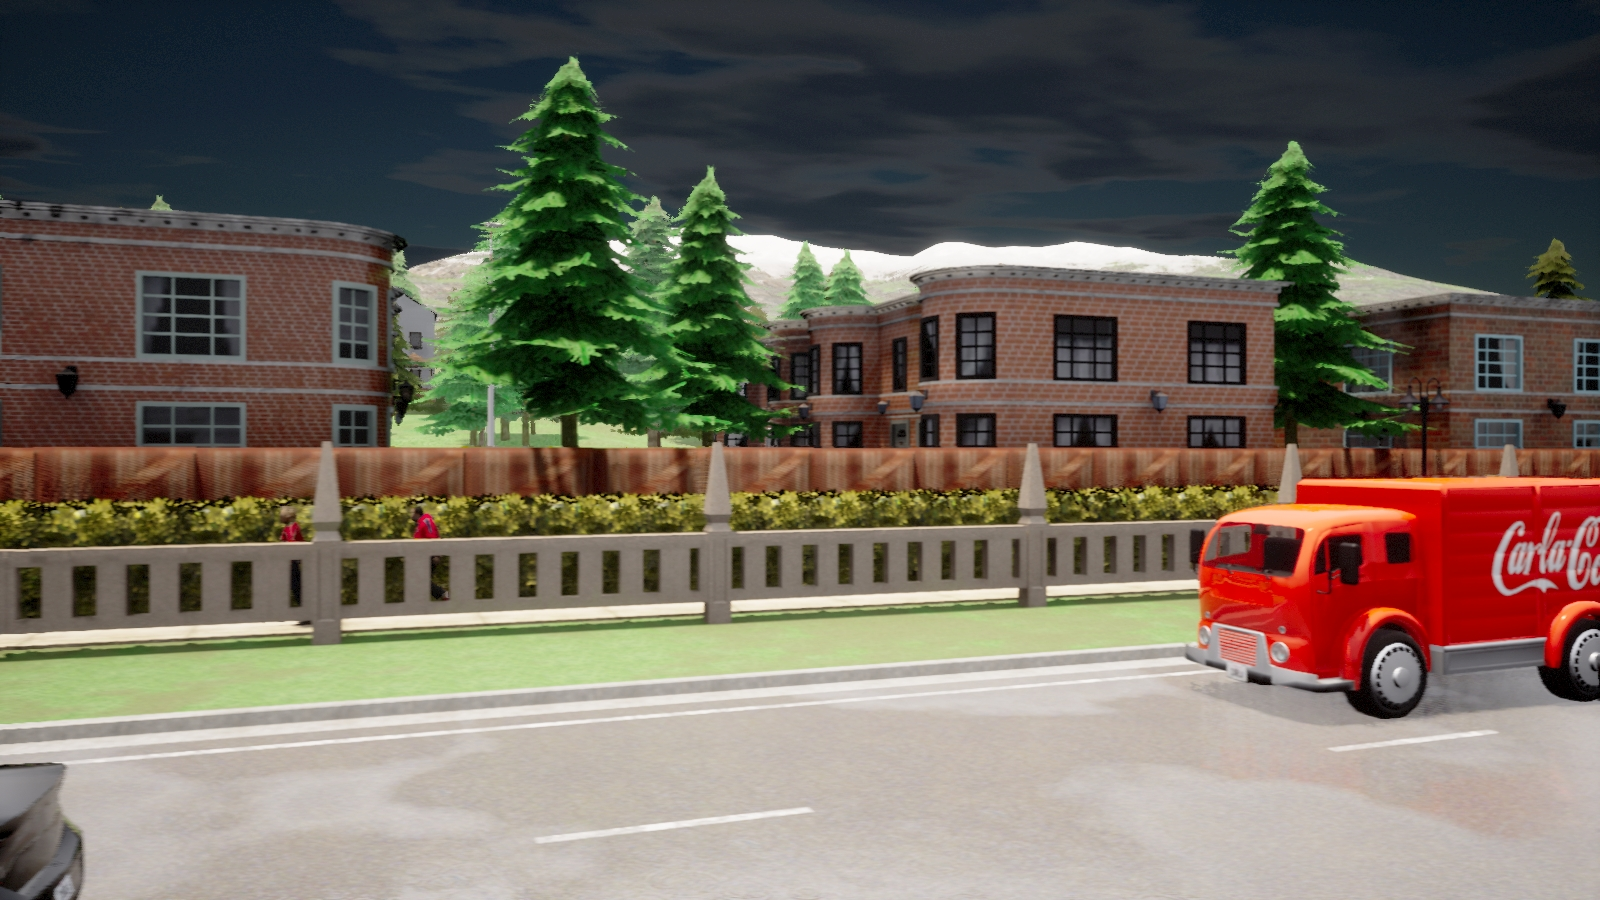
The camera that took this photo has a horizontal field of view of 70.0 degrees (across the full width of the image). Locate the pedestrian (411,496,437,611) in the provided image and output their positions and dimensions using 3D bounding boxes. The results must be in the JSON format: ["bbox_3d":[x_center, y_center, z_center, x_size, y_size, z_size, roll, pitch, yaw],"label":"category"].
[{"bbox_3d":[-6.219,1.702,18.889,0.375,1.860,0.375,0,0,-21],"label":"pedestrian"}]

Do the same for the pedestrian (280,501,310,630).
[{"bbox_3d":[-7.469,1.701,16.907,0.375,1.860,0.375,0,0,-19],"label":"pedestrian"}]

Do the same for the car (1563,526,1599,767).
[{"bbox_3d":[10.316,1.763,10.603,6.274,2.098,2.390,0,0,-24],"label":"car"}]

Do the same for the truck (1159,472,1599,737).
[{"bbox_3d":[7.218,1.567,13.380,5.204,2.467,2.627,-1,0,-20],"label":"truck"}]

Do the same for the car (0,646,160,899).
[{"bbox_3d":[-5.892,1.980,4.879,5.238,1.638,2.097,0,0,-20],"label":"car"}]
